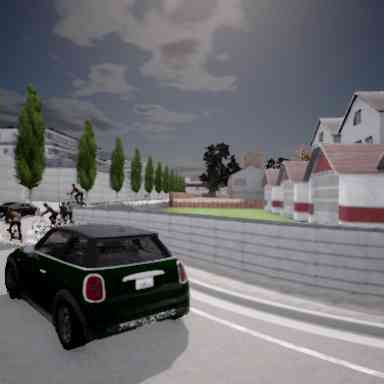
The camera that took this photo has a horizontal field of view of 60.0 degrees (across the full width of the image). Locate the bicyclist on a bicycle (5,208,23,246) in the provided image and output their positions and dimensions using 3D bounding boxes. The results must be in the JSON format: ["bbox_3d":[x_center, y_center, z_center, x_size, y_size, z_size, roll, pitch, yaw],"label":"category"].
[{"bbox_3d":[-7.927,1.525,14.706,1.656,1.620,0.582,0,-1,44],"label":"bicyclist on a bicycle"}]

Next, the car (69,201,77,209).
[{"bbox_3d":[-12.154,1.745,35.702,1.837,1.490,4.892,1,-1,5],"label":"car"}]

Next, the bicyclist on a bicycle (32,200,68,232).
[{"bbox_3d":[-7.964,1.411,18.424,1.656,1.620,0.582,1,-1,-29],"label":"bicyclist on a bicycle"}]

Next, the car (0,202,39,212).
[{"bbox_3d":[-16.043,1.657,30.869,1.837,1.490,4.892,0,-1,4],"label":"car"}]

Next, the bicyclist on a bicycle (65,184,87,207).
[{"bbox_3d":[-7.537,0.281,21.468,1.656,1.620,0.582,1,0,10],"label":"bicyclist on a bicycle"}]

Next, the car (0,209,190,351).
[{"bbox_3d":[-2.127,1.404,6.660,2.097,1.767,4.553,1,-1,-41],"label":"car"}]

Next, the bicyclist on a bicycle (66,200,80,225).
[{"bbox_3d":[-7.619,1.432,19.894,1.656,1.620,0.582,0,-1,35],"label":"bicyclist on a bicycle"}]
